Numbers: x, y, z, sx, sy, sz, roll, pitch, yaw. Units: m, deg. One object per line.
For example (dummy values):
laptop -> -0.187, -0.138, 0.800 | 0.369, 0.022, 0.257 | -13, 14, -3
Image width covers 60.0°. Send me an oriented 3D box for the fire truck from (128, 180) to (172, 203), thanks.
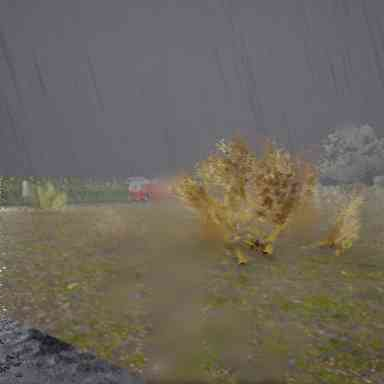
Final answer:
fire truck -> -7.218, -0.145, 58.492 | 2.891, 3.827, 8.468 | 0, 0, 35
